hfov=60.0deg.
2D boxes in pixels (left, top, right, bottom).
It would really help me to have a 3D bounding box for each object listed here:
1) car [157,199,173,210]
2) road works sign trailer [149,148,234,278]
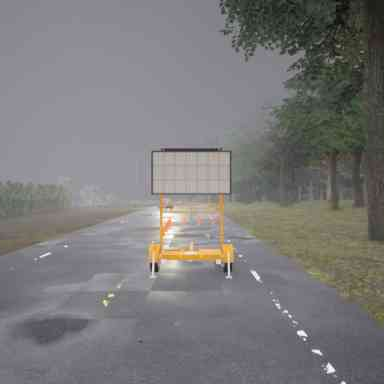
[{"bbox_3d":[-3.574,1.678,44.870,2.128,1.511,4.902,0,0,0],"label":"car"},{"bbox_3d":[-0.015,0.480,10.139,2.380,3.560,2.880,0,0,0],"label":"road works sign trailer"}]
